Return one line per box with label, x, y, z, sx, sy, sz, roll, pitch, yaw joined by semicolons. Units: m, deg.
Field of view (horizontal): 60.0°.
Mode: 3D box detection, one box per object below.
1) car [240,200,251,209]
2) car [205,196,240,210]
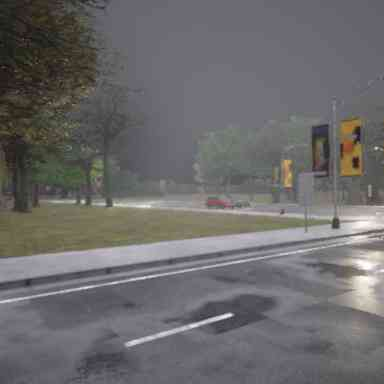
car;6.879;1.850;52.294;2.033;1.411;5.357;-2;0;-35
car;4.238;1.597;50.374;2.150;2.045;5.566;-2;0;-35
